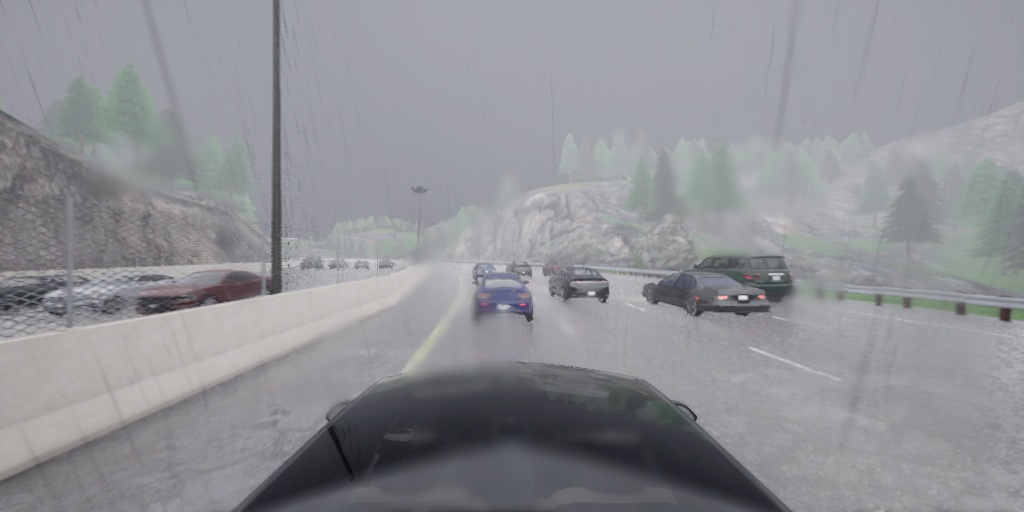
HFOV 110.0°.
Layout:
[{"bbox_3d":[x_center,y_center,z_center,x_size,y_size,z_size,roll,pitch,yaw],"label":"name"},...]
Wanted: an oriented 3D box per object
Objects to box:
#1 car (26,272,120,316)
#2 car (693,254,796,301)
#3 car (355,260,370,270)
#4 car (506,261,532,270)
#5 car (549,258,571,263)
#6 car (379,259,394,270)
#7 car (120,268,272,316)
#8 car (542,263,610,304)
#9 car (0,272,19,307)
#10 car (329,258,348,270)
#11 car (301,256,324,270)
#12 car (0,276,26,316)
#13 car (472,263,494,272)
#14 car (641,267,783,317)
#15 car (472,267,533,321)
[{"bbox_3d":[-14.646,1.310,13.787,1.812,1.442,4.674,0,0,-5],"label":"car"},{"bbox_3d":[9.910,0.949,16.388,2.150,2.045,5.566,0,0,-4],"label":"car"},{"bbox_3d":[-22.977,1.297,55.144,2.128,1.511,4.902,0,0,-18],"label":"car"},{"bbox_3d":[0.609,1.241,33.776,2.128,1.511,4.902,0,0,-10],"label":"car"},{"bbox_3d":[4.251,1.093,33.224,2.097,1.767,4.553,0,0,-9],"label":"car"},{"bbox_3d":[-19.427,1.300,55.586,1.837,1.490,4.892,0,0,-18],"label":"car"},{"bbox_3d":[-11.135,1.254,13.495,1.882,1.535,5.008,0,0,-4],"label":"car"},{"bbox_3d":[2.882,1.235,16.236,2.128,1.511,4.902,0,0,-4],"label":"car"},{"bbox_3d":[-21.620,1.365,12.943,1.994,1.385,4.181,0,0,-4],"label":"car"},{"bbox_3d":[-26.656,1.166,55.175,2.097,1.767,4.553,0,0,-18],"label":"car"},{"bbox_3d":[-29.933,1.043,53.977,2.150,2.045,5.566,0,0,-18],"label":"car"},{"bbox_3d":[-18.134,1.393,13.641,1.895,1.301,4.718,0,0,-5],"label":"car"},{"bbox_3d":[-2.423,1.304,30.985,2.033,1.411,5.357,0,0,-9],"label":"car"},{"bbox_3d":[6.659,1.282,13.082,2.033,1.411,5.357,0,0,-4],"label":"car"},{"bbox_3d":[-0.353,1.277,12.341,1.812,1.442,4.674,0,0,-3],"label":"car"}]
